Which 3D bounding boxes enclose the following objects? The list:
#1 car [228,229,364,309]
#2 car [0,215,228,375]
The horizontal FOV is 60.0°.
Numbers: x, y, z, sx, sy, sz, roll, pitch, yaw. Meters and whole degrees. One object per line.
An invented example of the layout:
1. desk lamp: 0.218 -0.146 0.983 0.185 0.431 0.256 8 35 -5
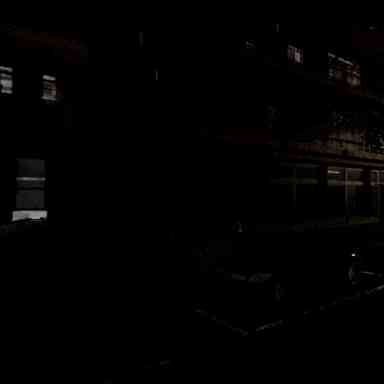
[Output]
1. car: 2.422 1.580 7.825 4.206 1.307 1.802 0 0 -36
2. car: -2.168 1.314 4.546 5.009 1.841 2.192 0 0 -36
